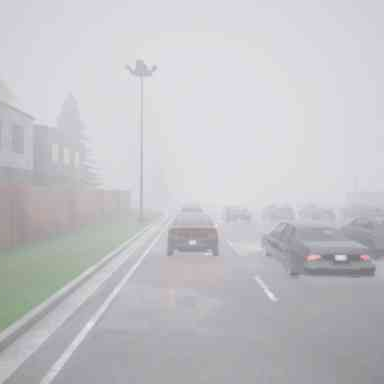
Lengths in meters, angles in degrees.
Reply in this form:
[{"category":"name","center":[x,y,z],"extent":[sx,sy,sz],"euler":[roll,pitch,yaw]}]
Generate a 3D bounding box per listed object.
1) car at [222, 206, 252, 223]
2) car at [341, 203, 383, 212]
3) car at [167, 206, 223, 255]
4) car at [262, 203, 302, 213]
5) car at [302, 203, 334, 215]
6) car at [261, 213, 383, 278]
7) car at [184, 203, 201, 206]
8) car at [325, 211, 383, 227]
[{"category":"car","center":[3.521,1.759,26.915],"extent":[1.895,1.301,4.718],"euler":[0,0,0]},{"category":"car","center":[14.026,1.668,27.554],"extent":[1.837,1.490,4.892],"euler":[0,0,0]},{"category":"car","center":[0.049,1.558,13.710],"extent":[1.882,1.535,5.008],"euler":[0,0,0]},{"category":"car","center":[7.026,1.654,27.525],"extent":[2.128,1.511,4.902],"euler":[0,0,0]},{"category":"car","center":[10.531,1.691,28.213],"extent":[1.812,1.442,4.674],"euler":[0,0,0]},{"category":"car","center":[3.517,1.609,10.340],"extent":[2.033,1.411,5.357],"euler":[0,0,0]},{"category":"car","center":[0.015,1.646,28.708],"extent":[1.882,1.535,5.008],"euler":[0,0,0]},{"category":"car","center":[7.041,1.640,12.785],"extent":[1.994,1.385,4.181],"euler":[0,0,1]}]
